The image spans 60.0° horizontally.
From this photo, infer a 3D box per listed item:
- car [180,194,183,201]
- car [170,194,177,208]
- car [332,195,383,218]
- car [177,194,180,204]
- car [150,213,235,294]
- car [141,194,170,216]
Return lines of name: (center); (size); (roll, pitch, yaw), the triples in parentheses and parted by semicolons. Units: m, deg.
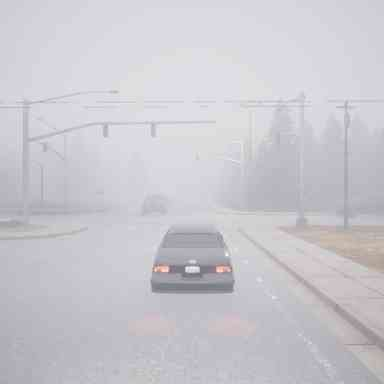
car: (-3.258, 1.286, 77.191); (1.837, 1.490, 4.892); (0, 0, 2)
car: (-3.701, 1.352, 48.811); (2.097, 1.767, 4.553); (0, 0, 0)
car: (15.531, 1.248, 29.618); (5.566, 2.045, 2.150); (0, 0, 1)
car: (-3.655, 1.525, 61.440); (1.812, 1.442, 4.674); (0, 0, 1)
car: (0.029, 1.545, 8.963); (2.033, 1.411, 5.357); (0, 0, 0)
car: (-3.679, 1.230, 33.268); (2.150, 2.045, 5.566); (0, 0, 0)
